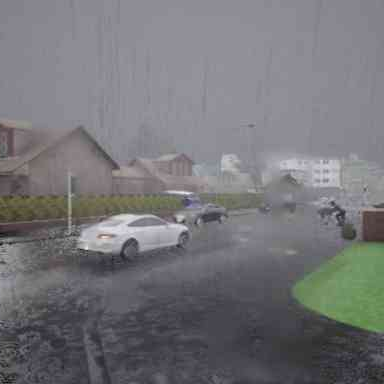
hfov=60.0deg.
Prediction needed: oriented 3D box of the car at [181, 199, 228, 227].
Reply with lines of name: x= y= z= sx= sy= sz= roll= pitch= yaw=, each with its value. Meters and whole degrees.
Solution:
car: x=0.641 y=1.481 z=22.725 sx=2.128 sy=1.511 sz=4.902 roll=0 pitch=0 yaw=36

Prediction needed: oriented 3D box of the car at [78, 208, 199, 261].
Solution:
car: x=-1.948 y=1.519 z=12.364 sx=1.812 sy=1.442 sz=4.674 roll=0 pitch=0 yaw=37

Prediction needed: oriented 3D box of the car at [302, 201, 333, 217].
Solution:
car: x=11.651 y=1.518 z=30.940 sx=1.812 sy=1.442 sz=4.674 roll=0 pitch=0 yaw=36

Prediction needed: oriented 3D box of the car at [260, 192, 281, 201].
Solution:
car: x=17.192 y=0.961 z=72.891 sx=3.866 sy=1.878 sz=1.905 roll=0 pitch=0 yaw=-19

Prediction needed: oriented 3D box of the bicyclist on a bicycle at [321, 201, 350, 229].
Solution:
bicyclist on a bicycle: x=8.092 y=1.345 z=18.714 sx=1.656 sy=1.620 sz=0.582 roll=0 pitch=0 yaw=36

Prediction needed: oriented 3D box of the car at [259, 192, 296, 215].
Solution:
car: x=8.854 y=1.211 z=34.167 sx=2.150 sy=2.045 sz=5.566 roll=0 pitch=0 yaw=36
